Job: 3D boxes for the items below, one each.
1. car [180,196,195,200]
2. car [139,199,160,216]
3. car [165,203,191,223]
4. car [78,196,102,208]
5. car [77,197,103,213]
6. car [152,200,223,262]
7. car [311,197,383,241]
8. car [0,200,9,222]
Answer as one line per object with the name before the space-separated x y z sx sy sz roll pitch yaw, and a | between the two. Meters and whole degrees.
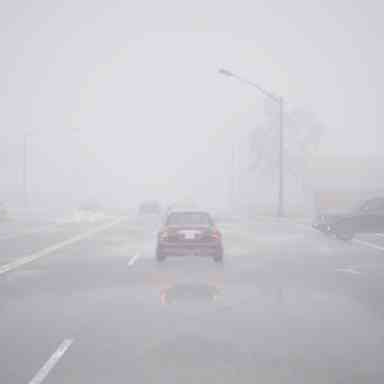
car | -0.641 1.369 49.251 2.097 1.767 4.553 0 0 -1
car | -3.984 1.470 32.621 1.882 1.535 5.008 0 0 0
car | -1.033 1.607 26.408 1.895 1.301 4.718 0 0 0
car | -14.747 1.441 48.362 2.128 1.511 4.902 0 0 0
car | -11.143 1.465 36.652 1.837 1.490 4.892 0 0 -1
car | -0.098 1.356 12.243 2.097 1.767 4.553 0 0 -1
car | 8.899 1.270 16.556 5.566 2.045 2.150 0 0 -1
car | -14.448 1.290 22.536 2.097 1.767 4.553 0 0 -1
